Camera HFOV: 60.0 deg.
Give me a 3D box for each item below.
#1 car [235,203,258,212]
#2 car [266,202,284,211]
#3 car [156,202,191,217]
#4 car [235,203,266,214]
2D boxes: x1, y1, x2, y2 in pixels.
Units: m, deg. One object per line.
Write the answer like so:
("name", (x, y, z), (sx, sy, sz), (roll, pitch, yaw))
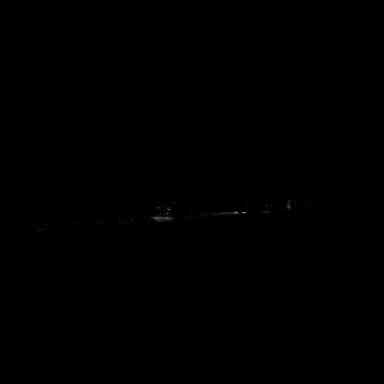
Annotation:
("car", (8.821, 2.497, 53.560), (1.895, 1.301, 4.718), (0, -1, 36))
("car", (13.984, 2.462, 56.054), (1.837, 1.490, 4.892), (0, -1, 36))
("car", (-2.121, 1.907, 38.412), (2.097, 1.767, 4.553), (0, -1, 36))
("car", (8.244, 2.343, 47.940), (2.033, 1.411, 5.357), (0, -1, 36))
